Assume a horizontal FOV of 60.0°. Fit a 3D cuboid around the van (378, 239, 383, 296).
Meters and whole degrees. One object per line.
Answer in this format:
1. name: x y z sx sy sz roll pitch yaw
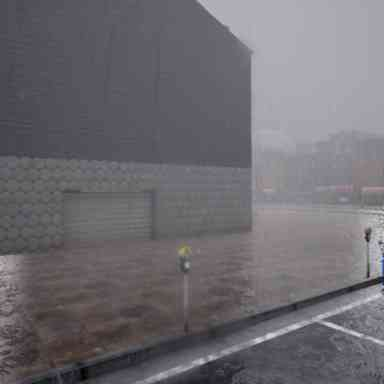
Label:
1. van: 5.391 1.359 6.691 3.998 1.788 1.690 0 -1 -36
